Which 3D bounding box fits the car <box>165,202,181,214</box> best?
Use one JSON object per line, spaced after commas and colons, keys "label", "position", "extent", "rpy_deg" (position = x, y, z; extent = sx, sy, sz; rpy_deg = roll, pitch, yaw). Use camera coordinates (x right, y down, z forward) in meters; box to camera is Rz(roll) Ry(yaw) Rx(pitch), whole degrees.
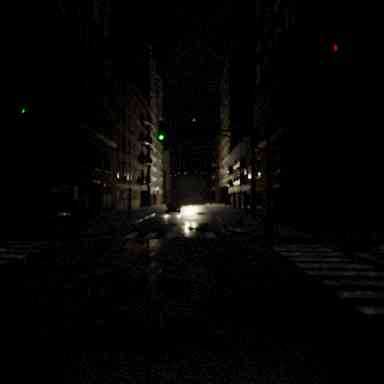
{"label": "car", "position": [-2.376, 2.015, 42.646], "extent": [1.882, 1.535, 5.008], "rpy_deg": [0, 0, 1]}
